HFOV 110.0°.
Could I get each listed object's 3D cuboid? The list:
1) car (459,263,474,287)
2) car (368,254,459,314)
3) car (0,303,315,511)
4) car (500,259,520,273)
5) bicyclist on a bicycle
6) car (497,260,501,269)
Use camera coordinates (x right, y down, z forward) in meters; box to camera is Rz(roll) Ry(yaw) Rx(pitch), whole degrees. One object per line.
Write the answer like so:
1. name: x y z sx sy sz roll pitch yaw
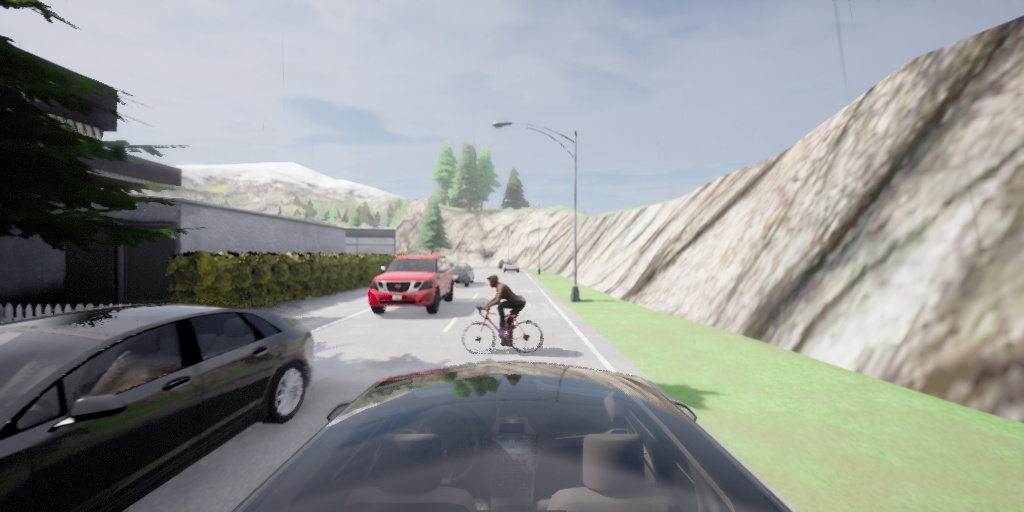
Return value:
1. car: -3.665 1.208 24.426 2.128 1.511 4.902 0 0 0
2. car: -3.639 0.952 14.007 2.150 2.045 5.566 0 0 -1
3. car: -3.597 1.252 2.966 1.837 1.490 4.892 0 0 0
4. car: -0.113 1.294 42.495 1.895 1.301 4.718 0 0 -2
5. bicyclist on a bicycle: -0.203 1.196 7.240 1.656 1.620 0.582 -1 0 0
6. car: -1.027 1.171 52.508 2.128 1.511 4.902 0 0 -9
